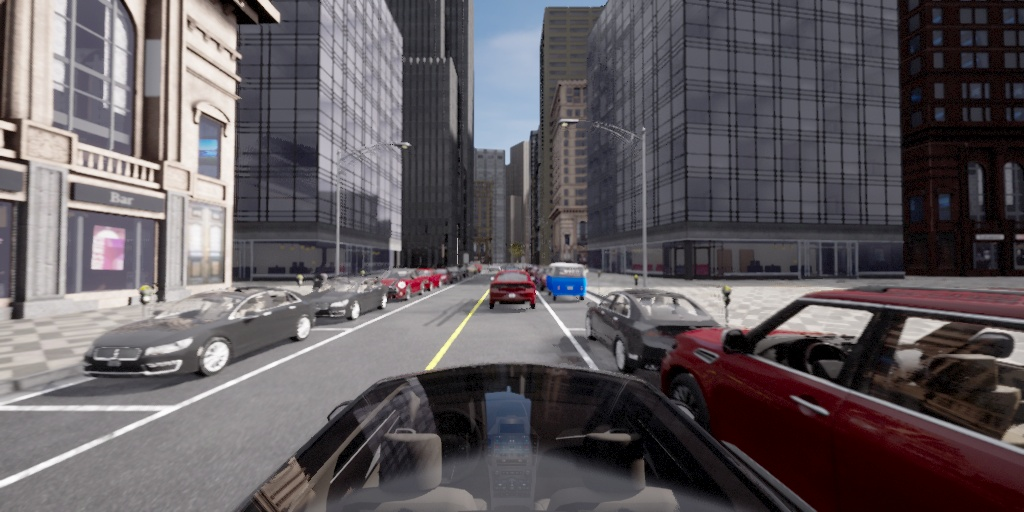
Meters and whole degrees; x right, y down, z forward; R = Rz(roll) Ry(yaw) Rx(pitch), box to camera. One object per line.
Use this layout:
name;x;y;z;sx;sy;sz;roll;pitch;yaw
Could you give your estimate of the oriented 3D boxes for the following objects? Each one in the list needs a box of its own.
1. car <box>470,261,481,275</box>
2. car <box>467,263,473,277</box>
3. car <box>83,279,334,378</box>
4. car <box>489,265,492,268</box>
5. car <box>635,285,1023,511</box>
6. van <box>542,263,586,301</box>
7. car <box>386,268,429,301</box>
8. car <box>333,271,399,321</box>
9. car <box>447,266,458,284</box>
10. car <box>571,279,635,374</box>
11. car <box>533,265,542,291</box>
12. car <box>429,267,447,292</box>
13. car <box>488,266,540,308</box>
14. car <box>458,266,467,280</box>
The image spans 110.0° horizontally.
car;-5.852;1.878;50.945;1.751;1.417;4.829;0;0;0
car;-5.853;1.763;40.199;1.948;1.339;4.313;0;0;0
car;-5.855;1.358;7.448;2.007;1.370;4.403;0;0;0
car;-3.009;2.112;61.686;1.895;1.301;4.718;0;-1;0
car;2.670;1.067;1.980;2.192;1.841;5.009;0;0;0
van;2.671;1.266;18.359;1.690;1.789;3.998;0;0;0
car;-5.854;1.365;18.366;1.967;1.591;4.097;0;0;0
car;-5.855;1.416;12.907;2.007;1.370;4.403;0;0;0
car;-5.854;1.637;29.282;1.802;1.307;4.207;0;0;0
car;2.670;1.358;7.440;2.007;1.370;4.403;0;0;0
car;2.671;1.428;23.818;1.967;1.591;4.097;0;0;0
car;-5.854;1.534;23.824;1.888;1.381;4.507;0;0;0
car;0.030;1.378;16.123;1.882;1.535;5.008;0;0;0
car;-5.853;1.675;34.741;2.007;1.370;4.403;0;0;0
